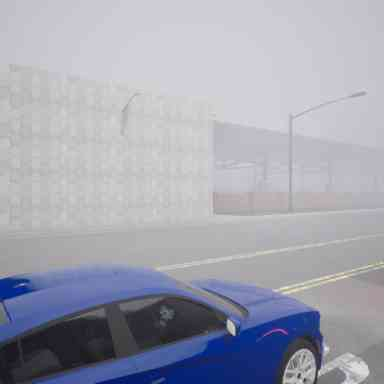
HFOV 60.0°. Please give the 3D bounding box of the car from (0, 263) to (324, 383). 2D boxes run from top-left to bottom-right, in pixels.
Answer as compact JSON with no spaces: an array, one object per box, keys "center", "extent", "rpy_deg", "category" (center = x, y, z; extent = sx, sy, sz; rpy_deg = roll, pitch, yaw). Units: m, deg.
[{"center":[-0.733,1.478,3.227],"extent":[5.008,1.535,1.882],"rpy_deg":[0,0,-36],"category":"car"}]
